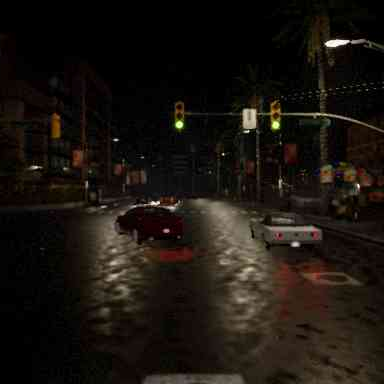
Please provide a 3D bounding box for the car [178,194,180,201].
[{"bbox_3d":[-3.477,0.853,56.875,2.150,2.045,5.566,0,0,0],"label":"car"}]

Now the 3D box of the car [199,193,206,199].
[{"bbox_3d":[2.257,0.980,84.075,1.812,1.442,4.674,0,0,-12],"label":"car"}]

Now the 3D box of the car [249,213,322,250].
[{"bbox_3d":[3.606,1.511,13.792,1.895,1.301,4.718,0,0,0],"label":"car"}]

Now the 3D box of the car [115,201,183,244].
[{"bbox_3d":[-2.130,1.377,15.379,1.882,1.535,5.008,1,0,-27],"label":"car"}]

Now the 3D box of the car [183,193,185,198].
[{"bbox_3d":[-1.339,0.979,84.318,2.128,1.511,4.902,0,0,-12],"label":"car"}]

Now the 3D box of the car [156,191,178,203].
[{"bbox_3d":[-3.481,1.044,47.536,2.097,1.767,4.553,0,0,0],"label":"car"}]

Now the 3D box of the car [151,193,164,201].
[{"bbox_3d":[-6.975,1.062,67.445,2.128,1.511,4.902,0,0,0],"label":"car"}]

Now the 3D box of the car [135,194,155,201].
[{"bbox_3d":[-6.981,1.237,47.834,2.033,1.411,5.357,0,0,0],"label":"car"}]

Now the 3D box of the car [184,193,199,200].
[{"bbox_3d":[-0.112,1.070,74.530,1.994,1.385,4.181,0,0,-4],"label":"car"}]
